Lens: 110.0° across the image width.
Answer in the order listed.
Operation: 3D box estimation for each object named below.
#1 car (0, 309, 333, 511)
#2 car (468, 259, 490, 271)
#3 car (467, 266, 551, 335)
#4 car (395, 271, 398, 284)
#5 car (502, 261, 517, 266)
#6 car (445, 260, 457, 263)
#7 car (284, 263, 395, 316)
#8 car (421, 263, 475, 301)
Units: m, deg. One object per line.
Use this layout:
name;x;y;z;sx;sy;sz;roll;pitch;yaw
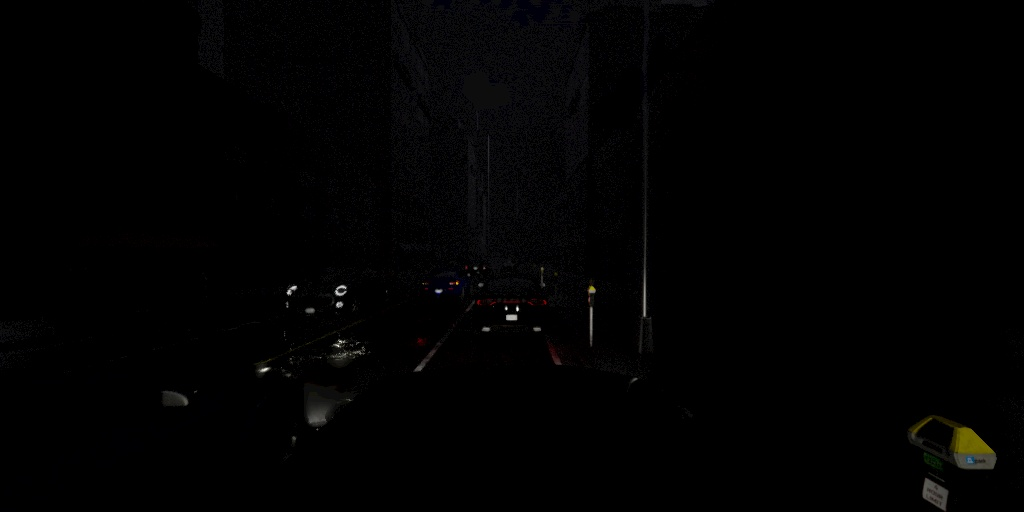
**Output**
car;-3.046;1.313;1.954;1.994;1.385;4.181;0;0;0
car;-3.145;1.090;33.084;2.097;1.767;4.553;0;0;0
car;-0.006;1.225;10.502;1.882;1.535;5.008;0;0;0
car;-8.814;1.325;23.617;1.802;1.307;4.207;0;0;0
car;-0.272;1.287;34.789;2.007;1.370;4.403;0;0;0
car;-8.814;1.267;51.546;1.888;1.381;4.507;0;0;0
car;-6.245;1.099;13.335;2.097;1.767;4.553;0;0;0
car;-3.047;1.271;17.185;1.812;1.442;4.674;0;0;0
